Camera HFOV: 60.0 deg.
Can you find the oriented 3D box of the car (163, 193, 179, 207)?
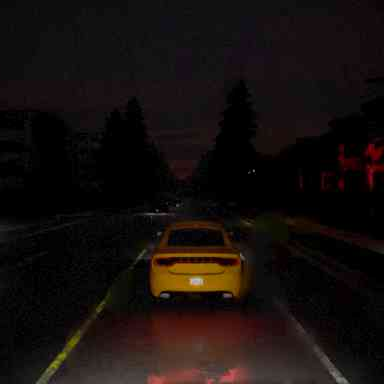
[{"bbox_3d":[-3.596,1.209,51.162,2.150,2.045,5.566,0,0,0],"label":"car"}]

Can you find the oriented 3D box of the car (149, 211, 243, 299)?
[{"bbox_3d":[0.087,1.476,8.520,1.882,1.535,5.008,0,0,0],"label":"car"}]

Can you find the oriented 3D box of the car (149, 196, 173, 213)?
[{"bbox_3d":[-3.604,1.541,37.253,2.033,1.411,5.357,0,0,0],"label":"car"}]
